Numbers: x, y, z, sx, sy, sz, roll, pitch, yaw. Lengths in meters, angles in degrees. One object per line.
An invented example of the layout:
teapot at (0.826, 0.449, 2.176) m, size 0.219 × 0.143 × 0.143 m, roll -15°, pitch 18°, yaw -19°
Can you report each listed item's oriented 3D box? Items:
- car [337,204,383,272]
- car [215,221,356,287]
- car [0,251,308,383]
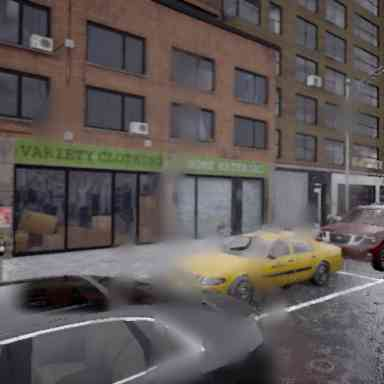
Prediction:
car at (6.338, 1.375, 11.263) m, size 5.009 × 1.841 × 2.192 m, roll 0°, pitch 0°, yaw -35°
car at (1.724, 1.556, 7.979) m, size 4.829 × 1.417 × 1.752 m, roll 0°, pitch 0°, yaw -35°
car at (-1.548, 1.502, 2.238) m, size 4.892 × 1.490 × 1.837 m, roll -1°, pitch 0°, yaw -35°
